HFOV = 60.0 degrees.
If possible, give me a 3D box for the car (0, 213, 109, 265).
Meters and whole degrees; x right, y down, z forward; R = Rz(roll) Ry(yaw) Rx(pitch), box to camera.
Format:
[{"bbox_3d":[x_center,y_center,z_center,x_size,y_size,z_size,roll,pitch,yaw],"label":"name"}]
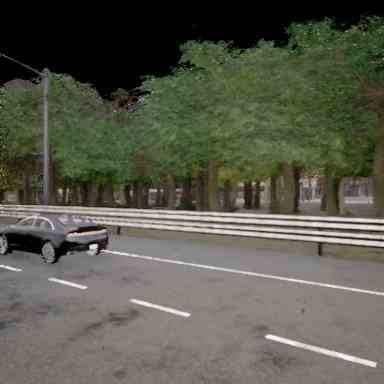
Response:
[{"bbox_3d":[-5.034,1.507,11.768,4.902,1.511,2.128,0,0,36],"label":"car"}]
